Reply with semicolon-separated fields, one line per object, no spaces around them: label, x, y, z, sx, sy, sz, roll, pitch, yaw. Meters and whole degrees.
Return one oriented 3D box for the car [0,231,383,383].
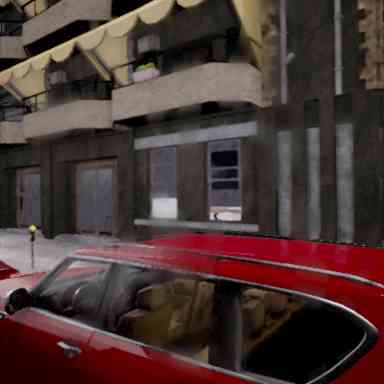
car;-0.234;1.309;3.062;5.009;1.841;2.192;0;-1;36
